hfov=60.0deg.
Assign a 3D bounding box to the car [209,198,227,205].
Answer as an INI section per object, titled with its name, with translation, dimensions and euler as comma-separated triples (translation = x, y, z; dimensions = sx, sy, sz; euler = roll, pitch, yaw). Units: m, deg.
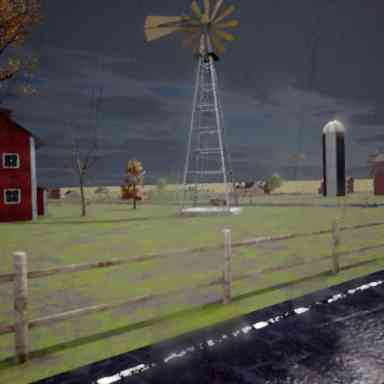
[car]
translation = 5.391, 1.921, 66.631
dimensions = 1.994, 1.385, 4.181
euler = -2, 0, -41
